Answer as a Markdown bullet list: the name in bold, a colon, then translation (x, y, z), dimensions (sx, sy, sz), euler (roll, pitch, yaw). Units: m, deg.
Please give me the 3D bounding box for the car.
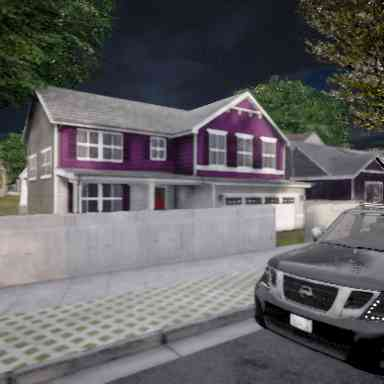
- **car**: translation (3.559, 1.223, 5.607), dimensions (5.566, 2.045, 2.150), euler (0, 0, -35)
